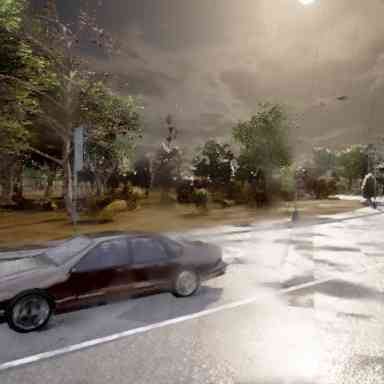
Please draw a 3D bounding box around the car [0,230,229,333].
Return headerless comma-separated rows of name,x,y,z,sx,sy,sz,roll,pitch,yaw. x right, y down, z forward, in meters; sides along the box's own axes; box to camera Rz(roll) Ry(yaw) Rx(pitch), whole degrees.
car,-1.716,1.544,6.955,5.357,1.411,2.033,0,0,-35
